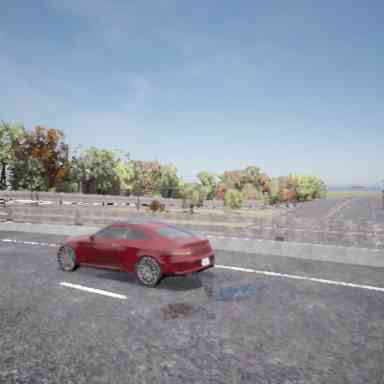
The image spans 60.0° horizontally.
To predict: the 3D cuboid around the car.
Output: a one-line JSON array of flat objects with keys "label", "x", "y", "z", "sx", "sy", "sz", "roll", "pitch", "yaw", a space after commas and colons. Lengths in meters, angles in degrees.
[{"label": "car", "x": -1.631, "y": 1.460, "z": 9.023, "sx": 4.674, "sy": 1.442, "sz": 1.812, "roll": 0, "pitch": 1, "yaw": 32}]
